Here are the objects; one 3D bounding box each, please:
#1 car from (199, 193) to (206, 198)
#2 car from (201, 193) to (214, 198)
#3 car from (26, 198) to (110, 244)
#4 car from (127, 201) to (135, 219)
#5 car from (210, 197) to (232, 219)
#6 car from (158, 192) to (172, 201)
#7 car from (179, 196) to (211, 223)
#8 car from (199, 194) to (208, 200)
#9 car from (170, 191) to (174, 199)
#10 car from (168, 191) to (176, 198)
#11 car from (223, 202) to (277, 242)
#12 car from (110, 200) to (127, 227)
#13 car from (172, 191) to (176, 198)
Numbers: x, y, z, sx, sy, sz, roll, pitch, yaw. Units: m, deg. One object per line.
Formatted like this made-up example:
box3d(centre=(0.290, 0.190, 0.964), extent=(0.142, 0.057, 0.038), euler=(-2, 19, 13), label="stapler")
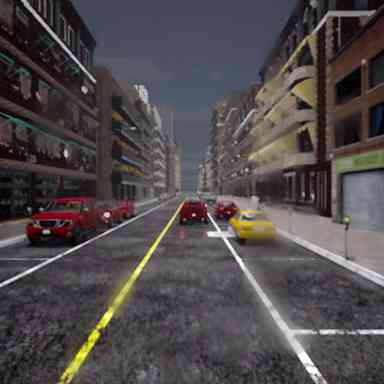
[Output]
box3d(centre=(2.722, 1.023, 88.756), extent=(1.802, 1.307, 4.206), euler=(0, 0, 0), label="car")
box3d(centre=(2.709, 1.243, 49.303), extent=(2.008, 1.369, 4.403), euler=(0, 0, 0), label="car")
box3d(centre=(-5.683, 1.218, 15.492), extent=(2.192, 1.841, 5.009), euler=(0, 0, 0), label="car")
box3d(centre=(-5.680, 1.378, 26.766), extent=(1.887, 1.381, 4.507), euler=(0, 0, 0), label="car")
box3d(centre=(2.701, 1.378, 26.759), extent=(1.887, 1.381, 4.507), euler=(0, 0, 0), label="car")
box3d(centre=(-5.666, 1.135, 66.218), extent=(2.008, 1.369, 4.403), euler=(0, 0, 0), label="car")
box3d(centre=(0.110, 1.329, 23.915), extent=(1.882, 1.535, 5.008), euler=(0, 0, 0), label="car")
box3d(centre=(2.719, 1.079, 77.484), extent=(1.947, 1.339, 4.313), euler=(0, 0, 0), label="car")
box3d(centre=(-5.665, 1.099, 71.855), extent=(2.008, 1.369, 4.403), euler=(0, 0, 0), label="car")
box3d(centre=(-5.655, 0.720, 94.398), extent=(2.192, 1.841, 5.009), euler=(0, 0, 0), label="car")
box3d(centre=(2.697, 1.428, 15.657), extent=(1.752, 1.417, 4.829), euler=(0, 0, 0), label="car")
box3d(centre=(-5.682, 1.308, 21.128), extent=(1.967, 1.590, 4.097), euler=(0, 0, 0), label="car")
box3d(centre=(-5.660, 1.021, 83.127), extent=(1.887, 1.381, 4.507), euler=(0, 0, 0), label="car")
